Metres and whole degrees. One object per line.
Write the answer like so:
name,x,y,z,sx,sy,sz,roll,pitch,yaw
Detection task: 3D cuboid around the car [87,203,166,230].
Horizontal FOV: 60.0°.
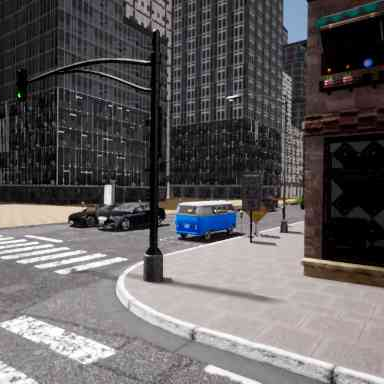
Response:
car,-3.659,1.431,20.695,2.128,1.511,4.902,1,1,35

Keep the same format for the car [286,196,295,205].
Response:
car,16.353,1.364,53.299,1.752,1.417,4.829,1,1,35

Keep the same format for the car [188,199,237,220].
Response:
car,1.860,1.426,28.451,1.837,1.490,4.892,1,1,36

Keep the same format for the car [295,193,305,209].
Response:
car,15.418,1.159,42.093,2.150,2.045,5.566,1,1,36

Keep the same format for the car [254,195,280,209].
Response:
car,10.038,1.293,44.419,1.967,1.590,4.097,1,1,35

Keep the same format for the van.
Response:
van,0.835,1.368,17.018,1.690,1.788,3.998,1,1,35

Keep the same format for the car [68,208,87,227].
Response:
car,-5.996,1.467,21.879,1.947,1.339,4.313,1,1,35

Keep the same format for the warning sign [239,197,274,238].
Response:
warning sign,3.117,1.177,16.124,1.300,1.860,1.060,1,1,35

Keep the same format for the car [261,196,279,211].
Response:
car,7.754,1.430,36.731,1.812,1.442,4.674,1,1,36
